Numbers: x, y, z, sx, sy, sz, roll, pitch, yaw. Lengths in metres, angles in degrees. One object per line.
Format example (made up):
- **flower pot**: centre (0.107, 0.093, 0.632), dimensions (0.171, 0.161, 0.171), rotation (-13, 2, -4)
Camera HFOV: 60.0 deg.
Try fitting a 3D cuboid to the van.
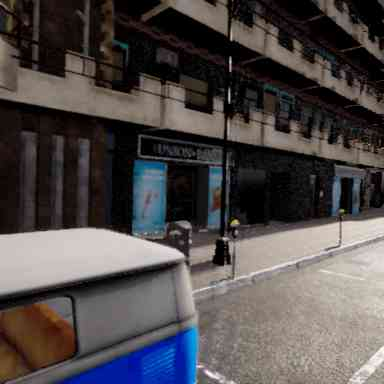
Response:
- **van**: centre (-1.754, 1.230, 1.864), dimensions (3.998, 1.788, 1.690), rotation (-1, 4, -44)
